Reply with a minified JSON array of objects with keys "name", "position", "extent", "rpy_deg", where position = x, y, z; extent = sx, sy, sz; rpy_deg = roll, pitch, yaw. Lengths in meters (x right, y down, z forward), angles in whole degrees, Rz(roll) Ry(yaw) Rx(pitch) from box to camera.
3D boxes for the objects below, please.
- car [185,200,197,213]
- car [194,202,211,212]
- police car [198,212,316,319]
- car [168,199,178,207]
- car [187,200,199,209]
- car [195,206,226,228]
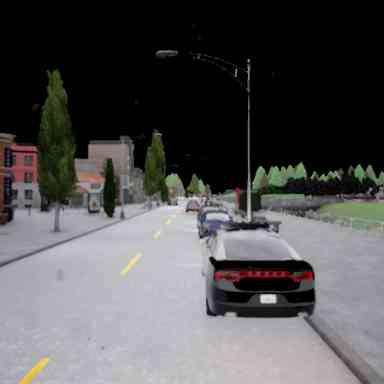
[{"name":"car","position":[0.152,1.978,43.713],"extent":[1.994,1.385,4.181],"rpy_deg":[0,0,0]},{"name":"car","position":[1.267,1.728,23.697],"extent":[1.837,1.490,4.892],"rpy_deg":[0,-1,0]},{"name":"police car","position":[1.208,1.498,7.812],"extent":[1.930,1.638,5.238],"rpy_deg":[0,-1,0]},{"name":"car","position":[-3.817,2.128,66.944],"extent":[2.128,1.511,4.902],"rpy_deg":[0,-1,0]},{"name":"car","position":[0.154,2.076,55.909],"extent":[2.033,1.411,5.357],"rpy_deg":[0,-1,0]},{"name":"car","position":[1.252,1.693,17.697],"extent":[1.812,1.442,4.674],"rpy_deg":[0,-1,0]}]
